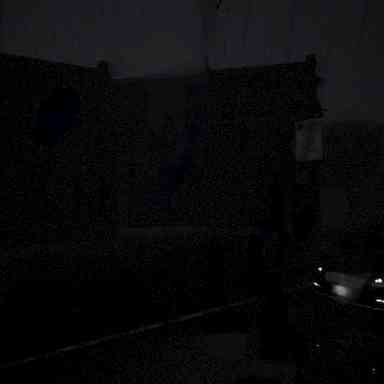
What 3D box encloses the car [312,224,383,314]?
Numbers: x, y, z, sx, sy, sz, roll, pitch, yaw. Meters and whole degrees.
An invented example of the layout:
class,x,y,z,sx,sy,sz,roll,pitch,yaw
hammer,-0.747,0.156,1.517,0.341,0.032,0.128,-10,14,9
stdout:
class,x,y,z,sx,sy,sz,roll,pitch,yaw
car,4.630,1.474,7.315,4.902,1.511,2.128,0,0,-36
